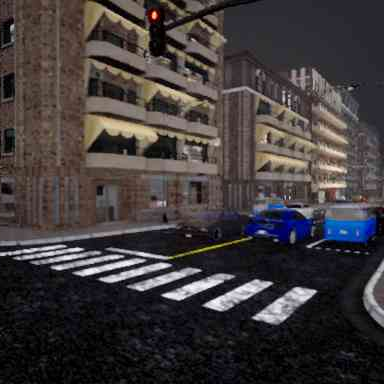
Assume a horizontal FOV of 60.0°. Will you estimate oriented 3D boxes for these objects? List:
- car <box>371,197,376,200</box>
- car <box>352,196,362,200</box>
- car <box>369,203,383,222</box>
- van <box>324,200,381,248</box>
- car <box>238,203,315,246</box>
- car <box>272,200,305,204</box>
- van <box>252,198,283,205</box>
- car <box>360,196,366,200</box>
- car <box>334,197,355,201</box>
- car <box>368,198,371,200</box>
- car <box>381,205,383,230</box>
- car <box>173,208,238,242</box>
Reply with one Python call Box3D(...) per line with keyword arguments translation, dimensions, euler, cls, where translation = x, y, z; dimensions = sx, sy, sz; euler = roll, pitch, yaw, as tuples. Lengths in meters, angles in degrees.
Box3D(translation=(45.066, 1.968, 83.176), dimensions=(1.752, 1.417, 4.829), euler=(0, -1, 35), cls="car")
Box3D(translation=(29.140, 1.865, 60.717), dimensions=(1.802, 1.307, 4.206), euler=(0, -1, 35), cls="car")
Box3D(translation=(16.752, 1.738, 28.816), dimensions=(2.008, 1.369, 4.403), euler=(-1, -1, 35), cls="car")
Box3D(translation=(7.276, 1.430, 15.160), dimensions=(1.690, 1.788, 3.998), euler=(-1, -1, 35), cls="van")
Box3D(translation=(4.323, 1.526, 15.766), dimensions=(1.882, 1.535, 5.008), euler=(1, 0, 36), cls="car")
Box3D(translation=(8.480, 1.605, 27.074), dimensions=(1.812, 1.442, 4.674), euler=(1, 0, 35), cls="car")
Box3D(translation=(6.708, 1.392, 29.083), dimensions=(1.690, 1.788, 3.998), euler=(0, -1, 35), cls="van")
Box3D(translation=(32.344, 1.631, 65.238), dimensions=(2.192, 1.841, 5.009), euler=(0, -1, 35), cls="car")
Box3D(translation=(17.906, 1.655, 40.289), dimensions=(1.882, 1.535, 5.008), euler=(1, 0, 36), cls="car")
Box3D(translation=(35.550, 1.893, 69.756), dimensions=(1.887, 1.381, 4.507), euler=(0, -1, 35), cls="car")
Box3D(translation=(10.343, 1.687, 19.777), dimensions=(1.947, 1.339, 4.313), euler=(-1, -1, 35), cls="car")
Box3D(translation=(1.245, 1.551, 16.925), dimensions=(2.033, 1.411, 5.357), euler=(1, 0, 32), cls="car")
